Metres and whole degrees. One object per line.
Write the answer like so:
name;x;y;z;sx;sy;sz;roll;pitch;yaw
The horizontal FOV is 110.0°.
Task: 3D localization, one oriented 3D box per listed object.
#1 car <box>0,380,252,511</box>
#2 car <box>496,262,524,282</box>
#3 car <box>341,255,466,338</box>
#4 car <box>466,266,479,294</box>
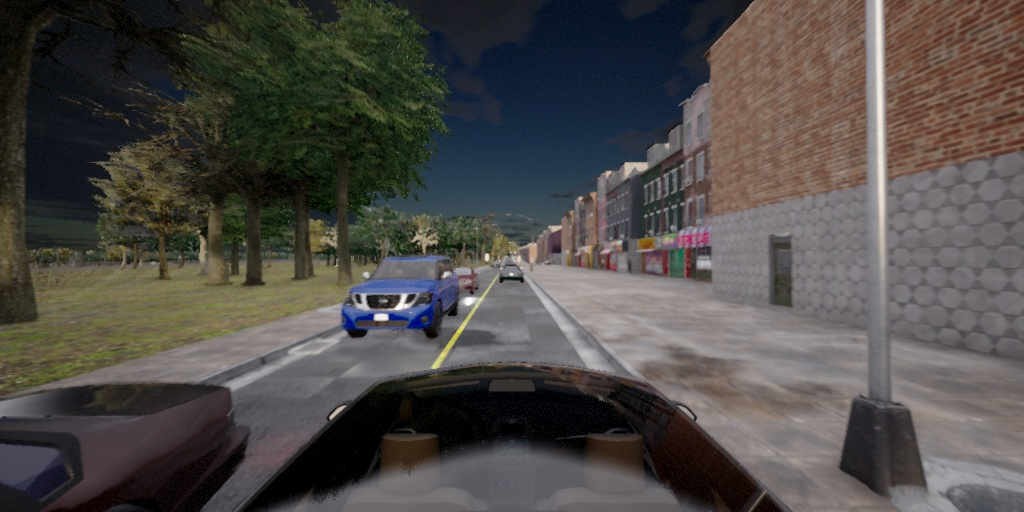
car;-2.871;1.302;0.423;2.033;1.411;5.357;0;0;-3
car;-0.034;1.415;29.870;1.994;1.385;4.181;0;0;0
car;-2.884;0.993;10.615;2.150;2.045;5.566;0;0;0
car;-2.927;1.334;20.739;1.812;1.442;4.674;0;0;0
